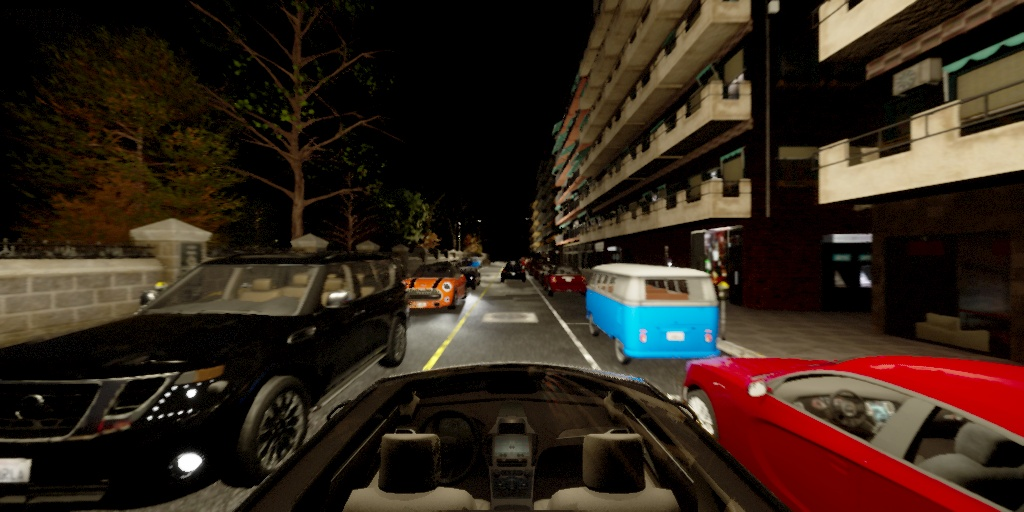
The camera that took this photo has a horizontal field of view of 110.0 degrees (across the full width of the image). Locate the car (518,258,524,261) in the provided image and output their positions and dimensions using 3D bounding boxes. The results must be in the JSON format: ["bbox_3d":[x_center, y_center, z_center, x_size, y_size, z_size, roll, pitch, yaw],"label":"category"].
[{"bbox_3d":[0.091,1.268,41.997,2.033,1.411,5.357,0,0,0],"label":"car"}]

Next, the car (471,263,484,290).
[{"bbox_3d":[-3.006,1.330,22.389,1.895,1.301,4.718,0,0,0],"label":"car"}]

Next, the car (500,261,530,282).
[{"bbox_3d":[0.097,1.289,28.573,1.994,1.385,4.181,0,0,0],"label":"car"}]

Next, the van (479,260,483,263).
[{"bbox_3d":[-5.702,1.061,52.788,1.690,1.789,3.998,0,0,0],"label":"van"}]

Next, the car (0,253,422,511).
[{"bbox_3d":[-3.099,0.968,4.970,2.150,2.045,5.566,0,0,0],"label":"car"}]

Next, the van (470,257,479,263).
[{"bbox_3d":[-5.701,1.061,47.159,1.690,1.789,3.998,0,0,0],"label":"van"}]

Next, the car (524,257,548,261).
[{"bbox_3d":[2.682,1.037,35.900,2.192,1.841,5.009,0,0,0],"label":"car"}]

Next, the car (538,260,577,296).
[{"bbox_3d":[2.686,1.172,19.010,1.967,1.591,4.097,0,0,0],"label":"car"}]

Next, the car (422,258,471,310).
[{"bbox_3d":[-3.095,1.089,14.637,2.097,1.767,4.553,0,0,0],"label":"car"}]

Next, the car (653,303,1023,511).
[{"bbox_3d":[2.690,1.295,2.120,1.888,1.381,4.507,0,0,0],"label":"car"}]

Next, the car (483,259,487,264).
[{"bbox_3d":[-5.704,1.273,58.418,2.007,1.370,4.403,0,0,0],"label":"car"}]

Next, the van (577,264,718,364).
[{"bbox_3d":[2.689,1.083,7.750,1.690,1.789,3.998,0,0,0],"label":"van"}]

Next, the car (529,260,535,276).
[{"bbox_3d":[2.683,1.270,30.270,1.888,1.381,4.507,0,0,0],"label":"car"}]

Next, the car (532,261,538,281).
[{"bbox_3d":[2.684,1.279,24.641,2.007,1.370,4.403,0,0,0],"label":"car"}]
